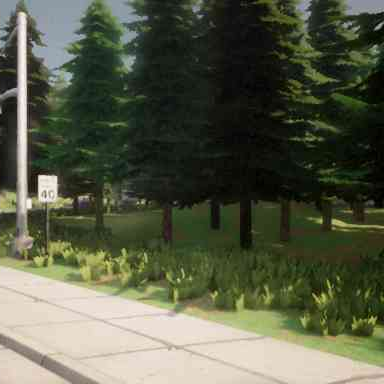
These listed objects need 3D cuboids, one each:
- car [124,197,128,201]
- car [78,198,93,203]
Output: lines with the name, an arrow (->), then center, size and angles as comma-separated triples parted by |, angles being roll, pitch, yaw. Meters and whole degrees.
car -> -10.705, 1.559, 55.498 | 4.892, 1.490, 1.837 | 0, 0, -42
car -> -14.290, 1.531, 45.525 | 1.812, 1.442, 4.674 | 0, 0, 31
